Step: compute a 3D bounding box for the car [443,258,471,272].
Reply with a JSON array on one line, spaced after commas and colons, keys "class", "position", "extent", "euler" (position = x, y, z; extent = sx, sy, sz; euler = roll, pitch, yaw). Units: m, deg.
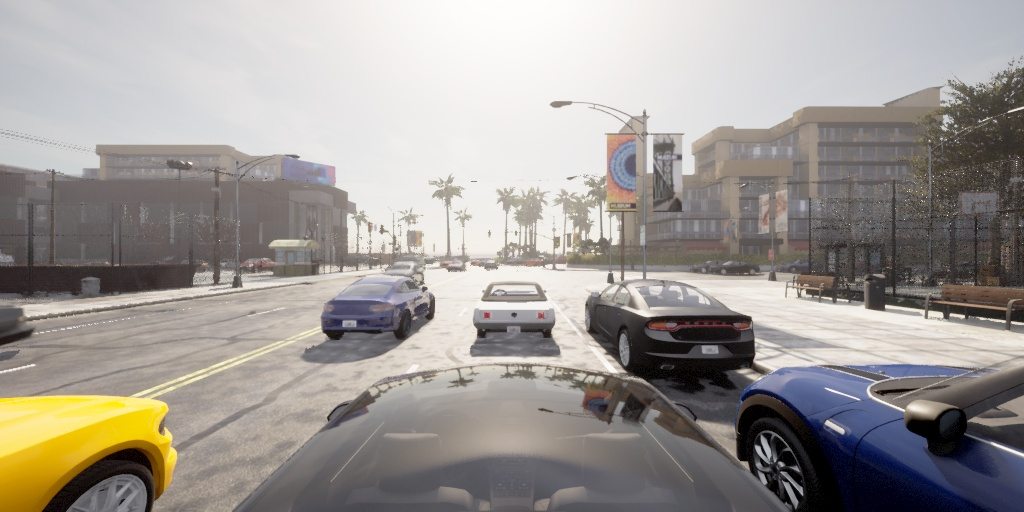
[{"class": "car", "position": [-7.024, 1.297, 46.000], "extent": [2.033, 1.411, 5.357], "euler": [0, 0, 1]}]

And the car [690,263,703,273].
[{"class": "car", "position": [23.418, 1.255, 41.981], "extent": [4.892, 1.490, 1.837], "euler": [0, 0, 0]}]

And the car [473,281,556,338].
[{"class": "car", "position": [0.066, 1.351, 10.224], "extent": [1.895, 1.301, 4.718], "euler": [0, 0, 0]}]

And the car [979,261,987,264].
[{"class": "car", "position": [45.218, 1.241, 31.573], "extent": [4.902, 1.511, 2.128], "euler": [0, 0, 0]}]

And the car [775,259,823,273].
[{"class": "car", "position": [33.597, 1.102, 42.052], "extent": [4.553, 1.767, 2.097], "euler": [0, 0, 0]}]

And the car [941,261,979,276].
[{"class": "car", "position": [45.187, 1.241, 35.073], "extent": [4.902, 1.511, 2.128], "euler": [0, 0, 0]}]

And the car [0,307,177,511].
[{"class": "car", "position": [-3.403, 1.228, 0.562], "extent": [1.882, 1.535, 5.008], "euler": [0, 0, -1]}]

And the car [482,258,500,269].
[{"class": "car", "position": [-3.074, 1.312, 56.120], "extent": [1.994, 1.385, 4.181], "euler": [0, 0, 3]}]

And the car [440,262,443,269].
[{"class": "car", "position": [-9.965, 1.101, 57.663], "extent": [2.097, 1.767, 4.553], "euler": [0, 0, 7]}]

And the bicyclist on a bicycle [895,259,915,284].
[{"class": "bicyclist on a bicycle", "position": [26.082, 1.050, 24.024], "extent": [0.582, 1.620, 1.656], "euler": [0, 0, 0]}]

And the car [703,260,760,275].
[{"class": "car", "position": [23.761, 1.228, 38.484], "extent": [5.008, 1.535, 1.882], "euler": [0, 0, 0]}]

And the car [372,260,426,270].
[{"class": "car", "position": [-7.093, 1.241, 23.677], "extent": [2.128, 1.511, 4.902], "euler": [0, 0, 0]}]

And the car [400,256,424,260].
[{"class": "car", "position": [-10.577, 0.970, 37.448], "extent": [2.150, 2.045, 5.566], "euler": [0, 0, 0]}]

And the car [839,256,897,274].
[{"class": "car", "position": [37.952, 0.971, 38.576], "extent": [5.566, 2.045, 2.150], "euler": [0, 0, 0]}]

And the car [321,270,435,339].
[{"class": "car", "position": [-3.436, 1.276, 9.929], "extent": [1.812, 1.442, 4.674], "euler": [0, 0, 0]}]
